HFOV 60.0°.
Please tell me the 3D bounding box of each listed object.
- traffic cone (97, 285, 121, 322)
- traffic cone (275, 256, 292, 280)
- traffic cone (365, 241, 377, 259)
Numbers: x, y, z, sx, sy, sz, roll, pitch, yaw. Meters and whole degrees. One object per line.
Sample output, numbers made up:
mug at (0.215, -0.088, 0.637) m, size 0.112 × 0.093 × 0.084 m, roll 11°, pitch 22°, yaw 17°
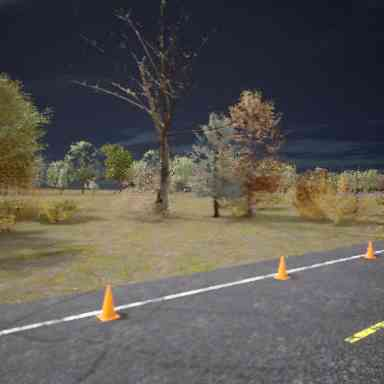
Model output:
traffic cone at (-1.533, 2.017, 6.145) m, size 0.340 × 0.580 × 0.340 m, roll 0°, pitch -1°, yaw -36°
traffic cone at (2.480, 2.048, 9.086) m, size 0.340 × 0.580 × 0.340 m, roll 0°, pitch -1°, yaw -36°
traffic cone at (6.470, 2.081, 12.059) m, size 0.340 × 0.580 × 0.340 m, roll 0°, pitch -1°, yaw -37°
